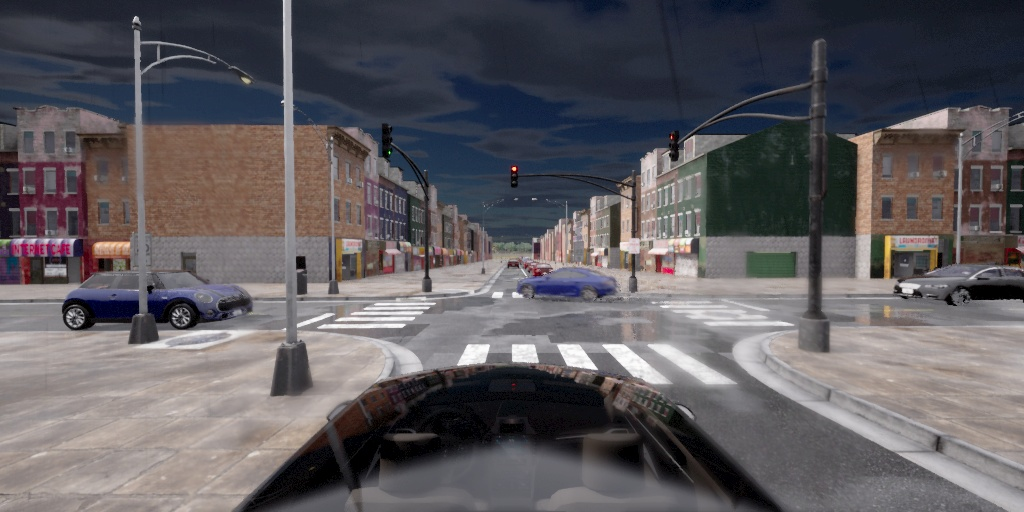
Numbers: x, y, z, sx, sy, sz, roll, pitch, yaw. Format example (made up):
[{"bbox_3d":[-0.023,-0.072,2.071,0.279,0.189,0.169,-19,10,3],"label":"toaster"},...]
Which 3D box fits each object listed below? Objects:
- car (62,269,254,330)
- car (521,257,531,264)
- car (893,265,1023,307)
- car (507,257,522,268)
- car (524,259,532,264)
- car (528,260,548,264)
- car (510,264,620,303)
[{"bbox_3d":[-10.791,1.203,11.184,4.553,1.767,2.097,0,1,0],"label":"car"},{"bbox_3d":[2.742,1.292,53.785,1.888,1.381,4.507,0,0,0],"label":"car"},{"bbox_3d":[17.993,1.103,14.071,4.902,1.511,2.128,0,1,0],"label":"car"},{"bbox_3d":[0.216,1.225,59.284,1.882,1.535,5.008,0,0,0],"label":"car"},{"bbox_3d":[2.719,1.329,42.720,1.802,1.307,4.207,0,0,0],"label":"car"},{"bbox_3d":[2.697,1.291,31.655,1.888,1.381,4.507,0,0,0],"label":"car"},{"bbox_3d":[2.501,1.258,16.452,4.674,1.442,1.812,0,1,27],"label":"car"}]
